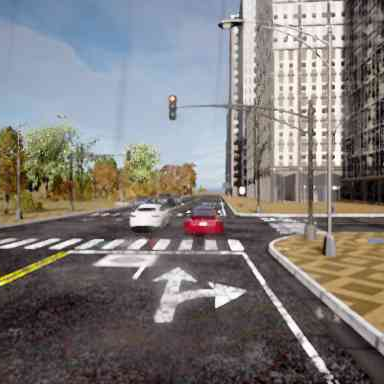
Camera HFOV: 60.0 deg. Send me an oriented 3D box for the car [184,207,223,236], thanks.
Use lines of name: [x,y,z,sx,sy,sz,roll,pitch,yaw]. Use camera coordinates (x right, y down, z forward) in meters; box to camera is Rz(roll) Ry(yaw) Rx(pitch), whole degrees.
car: [0.663,1.515,18.252,1.994,1.385,4.181,0,1,3]

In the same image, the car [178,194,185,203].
car: [-2.567,1.232,63.059,2.097,1.767,4.553,0,0,5]

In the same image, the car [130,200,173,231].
car: [-2.473,1.468,20.185,1.812,1.442,4.674,0,0,4]

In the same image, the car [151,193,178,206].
car: [-3.839,1.124,47.640,2.150,2.045,5.566,0,0,5]

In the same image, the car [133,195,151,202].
car: [-7.064,1.254,48.047,2.097,1.767,4.553,0,0,5]
